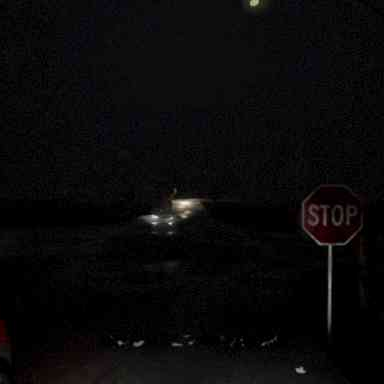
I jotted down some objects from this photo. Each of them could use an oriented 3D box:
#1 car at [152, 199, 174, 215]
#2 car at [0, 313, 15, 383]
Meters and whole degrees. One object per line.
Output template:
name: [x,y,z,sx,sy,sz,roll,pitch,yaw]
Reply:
car: [-2.828,1.466,33.165,1.837,1.490,4.892,0,1,0]
car: [-2.751,1.348,1.282,2.097,1.767,4.553,0,0,0]
